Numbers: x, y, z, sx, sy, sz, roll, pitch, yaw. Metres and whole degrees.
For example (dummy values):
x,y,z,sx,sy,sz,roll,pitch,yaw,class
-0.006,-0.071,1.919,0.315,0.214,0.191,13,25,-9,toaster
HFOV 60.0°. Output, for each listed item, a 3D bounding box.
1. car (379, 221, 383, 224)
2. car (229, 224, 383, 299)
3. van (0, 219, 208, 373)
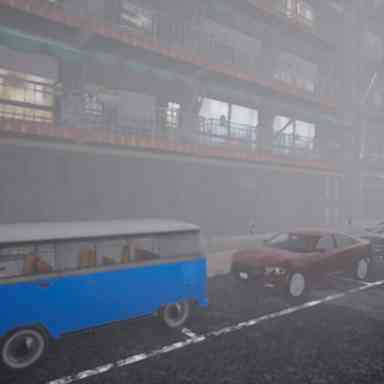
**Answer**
x,y,z,sx,sy,sz,roll,pitch,yaw,class
7.571,1.702,12.058,4.403,1.369,2.008,1,0,-36,car
2.979,1.636,8.728,4.507,1.381,1.887,1,0,-36,car
-1.608,1.373,5.399,3.998,1.788,1.690,1,0,-36,van
